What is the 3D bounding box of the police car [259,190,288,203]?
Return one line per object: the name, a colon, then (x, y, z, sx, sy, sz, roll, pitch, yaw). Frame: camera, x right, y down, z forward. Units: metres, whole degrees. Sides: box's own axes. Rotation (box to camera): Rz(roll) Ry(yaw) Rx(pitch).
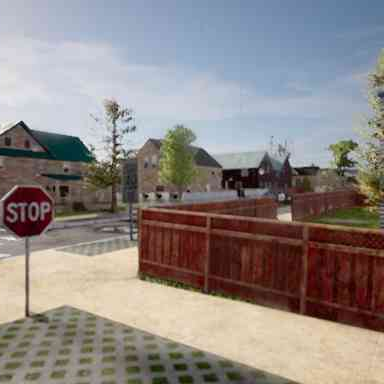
police car: (9.203, 0.565, 37.927, 2.038, 1.542, 4.974, 0, 1, 36)
